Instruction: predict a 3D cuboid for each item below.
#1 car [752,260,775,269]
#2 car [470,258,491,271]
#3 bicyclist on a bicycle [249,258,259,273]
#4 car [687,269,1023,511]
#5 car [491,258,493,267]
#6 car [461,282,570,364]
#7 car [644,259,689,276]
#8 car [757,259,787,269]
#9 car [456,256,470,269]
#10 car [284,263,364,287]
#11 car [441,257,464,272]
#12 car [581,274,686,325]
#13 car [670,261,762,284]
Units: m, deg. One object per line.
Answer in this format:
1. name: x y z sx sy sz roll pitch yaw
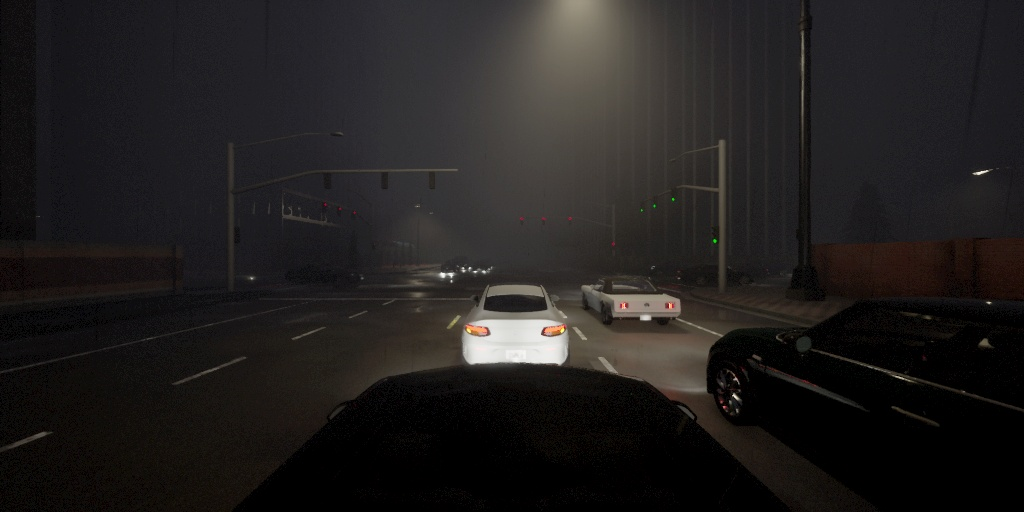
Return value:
1. car: 20.189 1.323 31.665 4.181 1.385 1.994 0 0 -1
2. car: -4.423 1.328 50.789 1.994 1.385 4.181 0 0 -1
3. bicyclist on a bicycle: -28.409 1.062 39.485 0.582 1.620 1.656 0 0 -1
4. car: 3.599 1.102 2.865 2.097 1.767 4.553 0 0 0
5. car: -4.547 1.292 59.404 1.812 1.442 4.674 0 0 -1
6. car: 0.059 1.277 7.549 1.812 1.442 4.674 0 0 0
7. car: 15.338 1.112 35.119 4.553 1.767 2.097 0 0 0
8. car: 24.230 1.112 35.201 4.553 1.767 2.097 0 0 0
9. car: -7.999 0.987 56.069 2.150 2.045 5.566 0 0 -1
10. car: -12.570 1.250 24.153 4.902 1.511 2.128 0 0 -1
11. car: -7.892 1.254 46.222 2.128 1.511 4.902 0 0 1
12. car: 3.563 1.354 11.767 1.895 1.301 4.718 0 0 0
13. car: 13.765 1.261 24.404 4.892 1.490 1.837 0 0 -1
